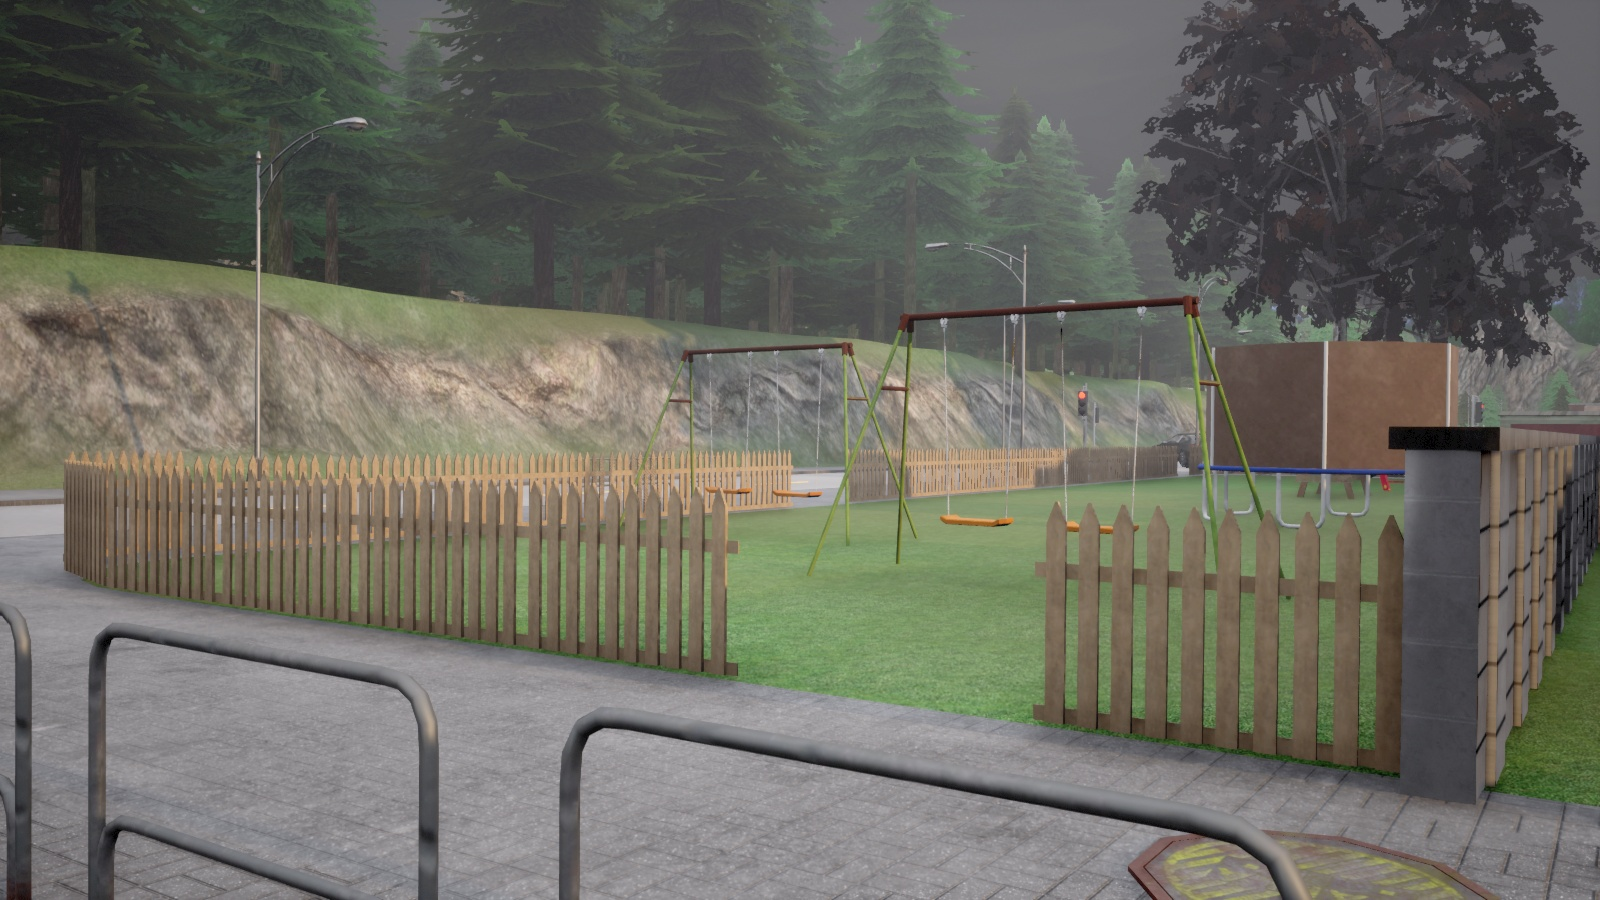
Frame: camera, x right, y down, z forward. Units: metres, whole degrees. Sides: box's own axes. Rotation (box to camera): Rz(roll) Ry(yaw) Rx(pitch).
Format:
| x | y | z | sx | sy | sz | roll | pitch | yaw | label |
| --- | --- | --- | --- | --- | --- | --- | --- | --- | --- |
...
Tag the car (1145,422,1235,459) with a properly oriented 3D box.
| x | y | z | sx | sy | sz | roll | pitch | yaw | label |
| --- | --- | --- | --- | --- | --- | --- | --- | --- | --- |
| 18.612 | -0.480 | 60.192 | 2.152 | 1.651 | 5.027 | -1 | 1 | -9 | car |
